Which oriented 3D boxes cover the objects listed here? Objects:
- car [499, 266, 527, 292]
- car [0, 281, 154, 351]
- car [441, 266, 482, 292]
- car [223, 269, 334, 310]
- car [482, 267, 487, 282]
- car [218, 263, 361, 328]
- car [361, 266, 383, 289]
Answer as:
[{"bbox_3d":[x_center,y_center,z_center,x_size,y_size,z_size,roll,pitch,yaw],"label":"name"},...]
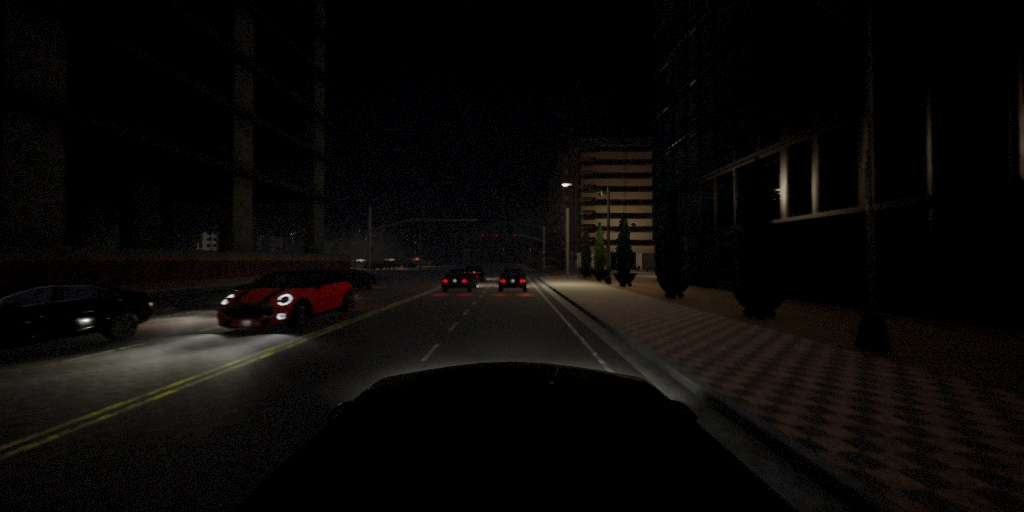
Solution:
[{"bbox_3d":[0.060,1.577,24.160,2.033,1.411,5.357,0,-1,1],"label":"car"},{"bbox_3d":[-10.595,1.313,7.580,2.128,1.511,4.902,0,-1,0],"label":"car"},{"bbox_3d":[-3.441,1.576,24.167,2.033,1.411,5.357,0,-1,1],"label":"car"},{"bbox_3d":[-10.493,1.414,16.713,1.882,1.535,5.008,0,-1,0],"label":"car"},{"bbox_3d":[-3.484,1.655,33.908,1.837,1.490,4.892,0,-1,0],"label":"car"},{"bbox_3d":[-7.089,1.226,11.829,2.097,1.767,4.553,0,-1,0],"label":"car"},{"bbox_3d":[-10.543,1.564,23.284,2.033,1.411,5.357,0,-1,0],"label":"car"}]
